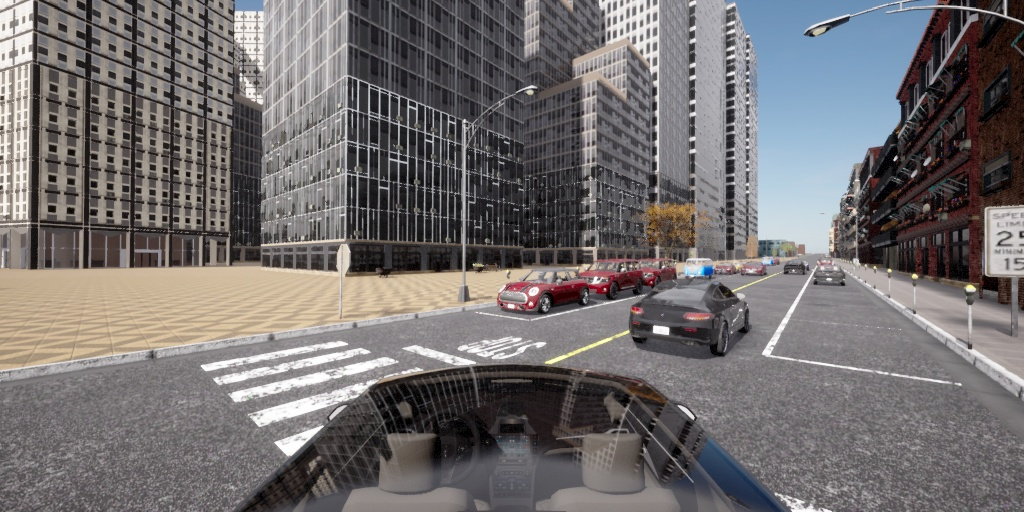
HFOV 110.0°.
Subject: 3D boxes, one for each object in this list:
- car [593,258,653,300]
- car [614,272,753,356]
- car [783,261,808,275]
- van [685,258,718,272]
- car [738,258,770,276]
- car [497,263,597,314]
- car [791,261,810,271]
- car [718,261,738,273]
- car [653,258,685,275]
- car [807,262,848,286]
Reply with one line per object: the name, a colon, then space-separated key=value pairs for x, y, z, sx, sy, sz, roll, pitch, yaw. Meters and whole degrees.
car: x=4.971 y=1.069 z=18.044 sx=2.192 sy=1.841 sz=5.009 roll=0 pitch=0 yaw=41
car: x=4.405 y=1.278 z=8.705 sx=1.812 sy=1.442 sz=4.674 roll=0 pitch=0 yaw=41
car: x=31.163 y=1.250 z=39.437 sx=1.837 sy=1.490 sz=4.892 roll=0 pitch=0 yaw=41
van: x=16.068 y=1.095 z=30.844 sx=1.690 sy=1.789 sz=3.998 roll=0 pitch=0 yaw=41
car: x=25.197 y=1.275 z=37.268 sx=1.812 sy=1.442 sz=4.674 roll=0 pitch=0 yaw=41
car: x=1.273 y=1.193 z=13.778 sx=1.967 sy=1.591 sz=4.097 roll=0 pitch=0 yaw=41
car: x=39.300 y=1.333 z=48.825 sx=1.895 sy=1.301 sz=4.718 roll=0 pitch=0 yaw=41
car: x=23.466 y=1.331 z=39.377 sx=1.802 sy=1.307 sz=4.207 roll=0 pitch=0 yaw=41
car: x=8.670 y=1.070 z=22.311 sx=2.192 sy=1.841 sz=5.009 roll=0 pitch=0 yaw=41
car: x=22.413 y=1.304 z=25.369 sx=2.007 sy=1.370 sz=4.403 roll=0 pitch=0 yaw=41
